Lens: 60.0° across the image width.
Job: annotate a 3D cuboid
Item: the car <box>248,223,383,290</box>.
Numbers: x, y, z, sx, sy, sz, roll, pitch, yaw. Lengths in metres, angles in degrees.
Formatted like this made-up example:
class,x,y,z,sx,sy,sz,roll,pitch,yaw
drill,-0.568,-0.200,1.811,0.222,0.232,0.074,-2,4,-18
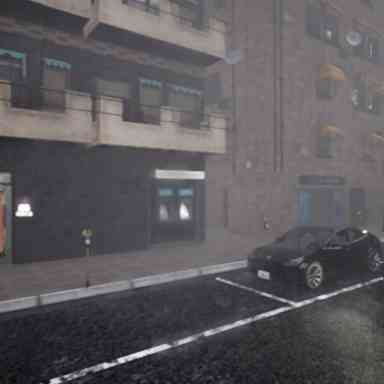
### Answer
class,x,y,z,sx,sy,sz,roll,pitch,yaw
car,3.447,1.553,9.023,4.313,1.339,1.947,0,0,-35
